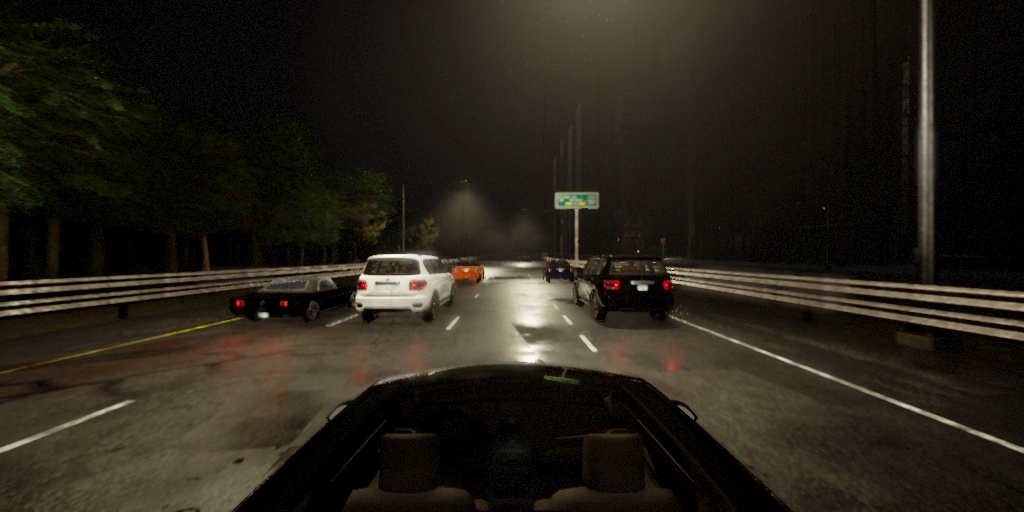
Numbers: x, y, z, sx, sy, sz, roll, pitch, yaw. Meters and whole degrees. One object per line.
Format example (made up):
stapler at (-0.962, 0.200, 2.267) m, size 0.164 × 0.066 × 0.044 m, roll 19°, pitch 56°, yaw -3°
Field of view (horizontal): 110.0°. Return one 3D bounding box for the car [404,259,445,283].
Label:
car at (-6.884, 1.111, 28.731) m, size 2.097 × 1.767 × 4.553 m, roll 0°, pitch 0°, yaw 0°

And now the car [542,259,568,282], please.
car at (3.617, 1.111, 28.729) m, size 2.097 × 1.767 × 4.553 m, roll 0°, pitch 0°, yaw 0°

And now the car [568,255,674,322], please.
car at (3.594, 0.980, 12.533) m, size 2.150 × 2.045 × 5.566 m, roll 0°, pitch 0°, yaw 0°

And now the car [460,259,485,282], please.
car at (-3.383, 1.111, 28.713) m, size 2.097 × 1.767 × 4.553 m, roll 0°, pitch 0°, yaw 0°

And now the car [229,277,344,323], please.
car at (-6.908, 1.360, 12.207) m, size 1.895 × 1.301 × 4.718 m, roll 0°, pitch 0°, yaw 0°

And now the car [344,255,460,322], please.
car at (-3.407, 0.980, 12.487) m, size 2.150 × 2.045 × 5.566 m, roll 0°, pitch 0°, yaw 0°
